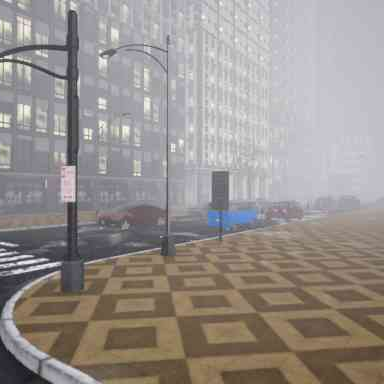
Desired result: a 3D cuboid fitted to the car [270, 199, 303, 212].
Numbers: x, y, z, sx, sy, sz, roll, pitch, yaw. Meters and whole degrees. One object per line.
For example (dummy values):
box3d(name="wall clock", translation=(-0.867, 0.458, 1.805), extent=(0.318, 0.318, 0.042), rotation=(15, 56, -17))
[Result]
box3d(name="car", translation=(11.835, 1.590, 41.333), extent=(2.033, 1.411, 5.357), rotation=(0, 0, 38))

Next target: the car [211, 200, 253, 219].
box3d(name="car", translation=(3.795, 1.557, 30.927), extent=(1.812, 1.442, 4.674), rotation=(0, 0, 38))

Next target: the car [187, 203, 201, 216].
box3d(name="car", translation=(1.282, 1.610, 31.717), extent=(1.802, 1.307, 4.206), rotation=(0, 0, 38))

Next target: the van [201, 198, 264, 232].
box3d(name="van", translation=(2.570, 1.371, 20.282), extent=(1.690, 1.788, 3.998), rotation=(0, 0, 38))

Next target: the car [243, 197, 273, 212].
box3d(name="car", translation=(8.064, 1.477, 40.540), extent=(1.967, 1.590, 4.097), rotation=(0, 0, 38))

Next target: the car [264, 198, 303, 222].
box3d(name="car", translation=(7.529, 1.476, 26.914), extent=(1.967, 1.590, 4.097), rotation=(0, 0, 38))

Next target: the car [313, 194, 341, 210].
box3d(name="car", translation=(17.902, 1.404, 44.453), extent=(2.097, 1.767, 4.553), rotation=(0, 0, 38))

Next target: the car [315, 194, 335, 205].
box3d(name="car", translation=(25.020, 1.386, 62.594), extent=(2.192, 1.841, 5.009), rotation=(0, 0, 38))

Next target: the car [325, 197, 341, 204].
box3d(name="car", translation=(28.411, 1.629, 67.005), extent=(2.008, 1.369, 4.403), rotation=(0, 0, 38))

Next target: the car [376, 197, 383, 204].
box3d(name="car", translation=(38.048, 1.660, 66.611), extent=(1.947, 1.339, 4.313), rotation=(0, 0, 38))

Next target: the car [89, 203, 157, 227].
box3d(name="car", translation=(-4.822, 1.546, 23.991), extent=(1.752, 1.417, 4.829), rotation=(0, 0, 38))

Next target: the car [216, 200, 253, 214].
box3d(name="car", translation=(4.673, 1.577, 36.129), extent=(1.887, 1.381, 4.507), rotation=(0, 0, 38))

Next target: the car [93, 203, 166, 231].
box3d(name="car", translation=(-3.647, 1.500, 21.254), extent=(1.882, 1.535, 5.008), rotation=(0, 0, 38))

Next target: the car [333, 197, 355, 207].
box3d(name="car", translation=(23.951, 1.555, 52.316), extent=(2.128, 1.511, 4.902), rotation=(0, 0, 37))

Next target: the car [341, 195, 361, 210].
box3d(name="car", translation=(21.093, 1.371, 44.558), extent=(2.192, 1.841, 5.009), rotation=(0, 0, 38))
